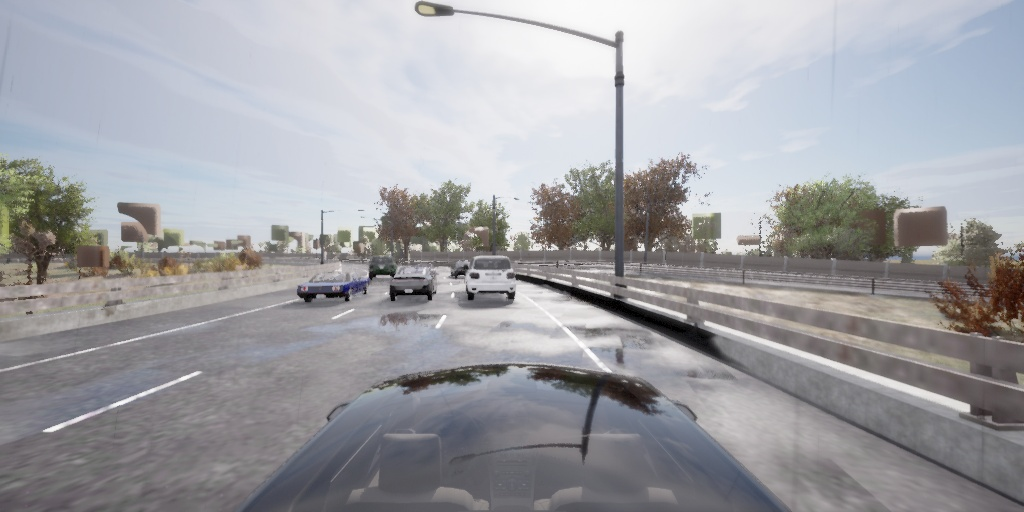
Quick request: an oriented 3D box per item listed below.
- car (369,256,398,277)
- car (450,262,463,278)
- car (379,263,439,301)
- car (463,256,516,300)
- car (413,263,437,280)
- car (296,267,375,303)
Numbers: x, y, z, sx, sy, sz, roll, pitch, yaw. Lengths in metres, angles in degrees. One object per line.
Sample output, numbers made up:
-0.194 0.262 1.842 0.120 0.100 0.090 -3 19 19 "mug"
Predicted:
-11.344 1.006 31.698 2.150 2.045 5.566 0 0 -16 "car"
-4.619 1.265 33.640 1.837 1.490 4.892 0 0 -16 "car"
-4.631 1.243 17.280 2.128 1.511 4.902 0 0 -8 "car"
-1.171 1.006 17.809 2.150 2.045 5.566 0 0 -8 "car"
-7.985 1.364 32.683 1.895 1.301 4.718 0 0 -16 "car"
-8.099 1.364 16.811 1.895 1.301 4.718 0 0 -8 "car"
